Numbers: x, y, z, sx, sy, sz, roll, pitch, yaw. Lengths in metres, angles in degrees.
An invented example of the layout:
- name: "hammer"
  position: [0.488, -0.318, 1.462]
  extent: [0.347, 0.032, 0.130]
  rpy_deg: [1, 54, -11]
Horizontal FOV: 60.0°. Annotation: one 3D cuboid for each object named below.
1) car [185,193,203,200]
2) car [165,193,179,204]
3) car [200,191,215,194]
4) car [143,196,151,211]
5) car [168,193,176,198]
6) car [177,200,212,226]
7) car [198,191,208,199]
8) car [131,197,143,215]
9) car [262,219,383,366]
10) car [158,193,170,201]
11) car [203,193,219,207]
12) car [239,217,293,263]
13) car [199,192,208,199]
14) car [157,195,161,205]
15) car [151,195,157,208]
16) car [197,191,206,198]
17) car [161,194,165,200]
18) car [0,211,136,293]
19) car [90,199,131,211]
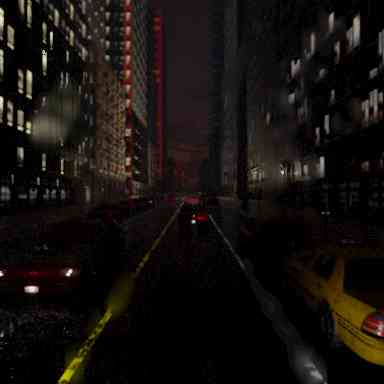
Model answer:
- name: "car"
  position: [0.099, 1.192, 42.853]
  extent: [1.812, 1.442, 4.674]
  rpy_deg: [0, 1, 0]
- name: "car"
  position: [-3.071, 0.948, 52.000]
  extent: [2.097, 1.767, 4.553]
  rpy_deg: [0, 0, 0]
- name: "car"
  position: [2.707, 0.924, 50.387]
  extent: [2.192, 1.841, 5.009]
  rpy_deg: [1, 0, 0]
- name: "car"
  position: [-5.677, 1.283, 33.580]
  extent: [1.887, 1.381, 4.507]
  rpy_deg: [1, 0, 0]
- name: "car"
  position: [-5.680, 0.851, 94.905]
  extent: [1.802, 1.307, 4.206]
  rpy_deg: [1, 0, 0]
- name: "car"
  position: [0.099, 1.429, 21.897]
  extent: [1.895, 1.301, 4.718]
  rpy_deg: [0, 0, 0]
- name: "car"
  position: [2.706, 0.668, 83.849]
  extent: [2.192, 1.841, 5.009]
  rpy_deg: [1, 0, 0]
- name: "car"
  position: [-5.677, 1.332, 28.005]
  extent: [2.008, 1.369, 4.403]
  rpy_deg: [1, 0, 0]
- name: "car"
  position: [2.705, 1.478, 5.942]
  extent: [1.752, 1.417, 4.829]
  rpy_deg: [1, 0, 0]
- name: "car"
  position: [-5.679, 1.031, 67.029]
  extent: [2.008, 1.369, 4.403]
  rpy_deg: [1, 0, 0]
- name: "car"
  position: [2.703, 1.196, 44.811]
  extent: [1.887, 1.381, 4.507]
  rpy_deg: [1, 0, 0]
- name: "car"
  position: [2.703, 1.477, 11.349]
  extent: [1.947, 1.339, 4.313]
  rpy_deg: [1, 0, 0]
- name: "car"
  position: [2.704, 0.835, 78.272]
  extent: [1.967, 1.590, 4.097]
  rpy_deg: [1, 0, 0]
- name: "car"
  position: [-5.678, 1.218, 44.730]
  extent: [1.947, 1.339, 4.313]
  rpy_deg: [1, 0, 0]
- name: "car"
  position: [-5.677, 1.246, 39.155]
  extent: [2.008, 1.369, 4.403]
  rpy_deg: [1, 0, 0]
- name: "car"
  position: [2.705, 0.584, 95.003]
  extent: [2.192, 1.841, 5.009]
  rpy_deg: [1, 0, 0]
- name: "car"
  position: [-5.678, 1.154, 50.305]
  extent: [1.887, 1.381, 4.507]
  rpy_deg: [1, 0, 0]
- name: "car"
  position: [-3.101, 1.475, 9.088]
  extent: [2.033, 1.411, 5.357]
  rpy_deg: [0, 0, 0]
- name: "car"
  position: [-5.677, 1.369, 22.429]
  extent: [1.887, 1.381, 4.507]
  rpy_deg: [1, 0, 0]
